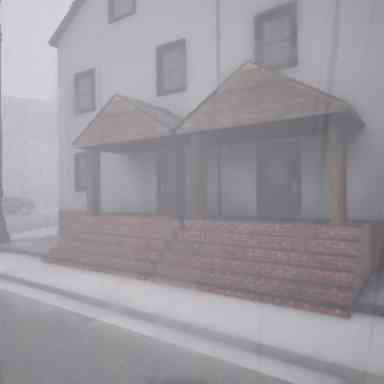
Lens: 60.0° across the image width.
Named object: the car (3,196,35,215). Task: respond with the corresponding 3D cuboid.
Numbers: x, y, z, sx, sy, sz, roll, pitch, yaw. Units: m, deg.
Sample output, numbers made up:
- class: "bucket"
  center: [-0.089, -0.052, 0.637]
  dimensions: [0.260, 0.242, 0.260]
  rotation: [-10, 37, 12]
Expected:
- class: "car"
  center: [-14.596, 1.193, 25.343]
  dimensions: [1.837, 1.490, 4.892]
  rotation: [-1, 6, 35]
